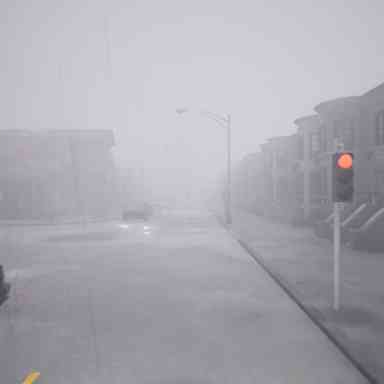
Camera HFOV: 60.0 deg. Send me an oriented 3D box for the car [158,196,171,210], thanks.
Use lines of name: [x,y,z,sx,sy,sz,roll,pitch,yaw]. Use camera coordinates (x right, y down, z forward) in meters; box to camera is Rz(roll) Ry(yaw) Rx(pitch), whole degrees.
car: [-4.159,1.525,43.127,1.812,1.442,4.674,0,0,0]

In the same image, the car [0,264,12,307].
car: [-4.107,1.547,3.534,2.033,1.411,5.357,0,0,0]

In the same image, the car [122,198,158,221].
car: [-4.279,1.478,27.017,1.882,1.535,5.008,0,0,2]

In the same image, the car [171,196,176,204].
car: [-4.104,1.507,64.182,1.837,1.490,4.892,0,-1,0]
